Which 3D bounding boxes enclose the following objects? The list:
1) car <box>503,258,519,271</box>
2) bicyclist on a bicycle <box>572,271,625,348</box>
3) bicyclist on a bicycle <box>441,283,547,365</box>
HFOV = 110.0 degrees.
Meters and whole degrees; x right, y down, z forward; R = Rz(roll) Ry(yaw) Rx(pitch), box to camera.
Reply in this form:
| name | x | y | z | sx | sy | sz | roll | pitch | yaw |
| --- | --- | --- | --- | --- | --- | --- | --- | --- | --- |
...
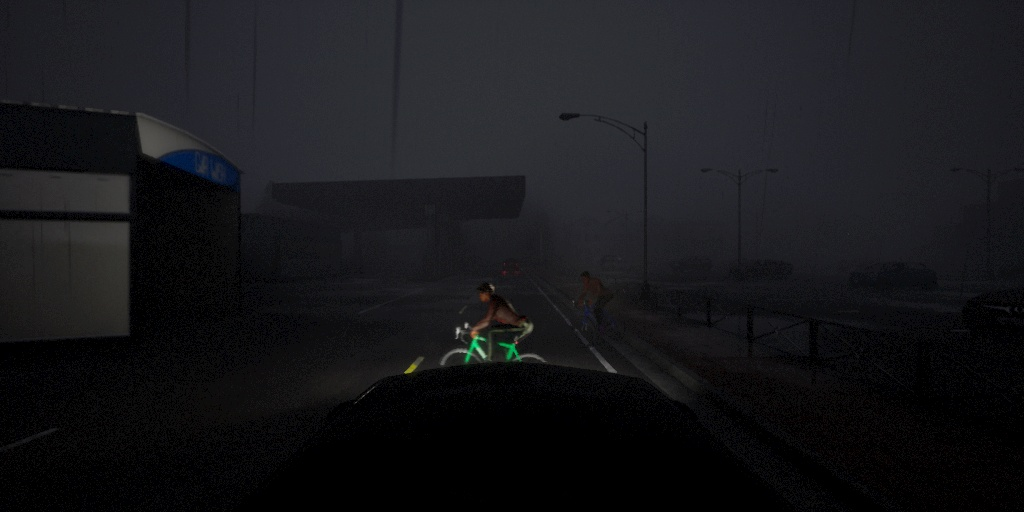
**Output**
| name | x | y | z | sx | sy | sz | roll | pitch | yaw |
| --- | --- | --- | --- | --- | --- | --- | --- | --- | --- |
| car | -0.156 | 1.066 | 48.313 | 2.097 | 1.767 | 4.553 | 0 | 0 | 0 |
| bicyclist on a bicycle | 1.881 | 1.154 | 8.000 | 1.656 | 1.620 | 0.582 | -1 | -12 | -33 |
| bicyclist on a bicycle | -0.222 | 1.199 | 4.966 | 1.656 | 1.620 | 0.582 | 1 | 0 | 12 |
